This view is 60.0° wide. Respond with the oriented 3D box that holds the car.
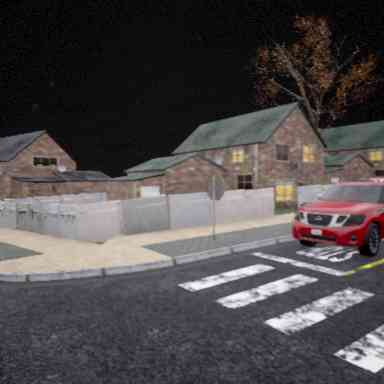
[{"bbox_3d":[5.569,0.598,10.681,5.566,2.045,2.150,-4,3,-37],"label":"car"}]
